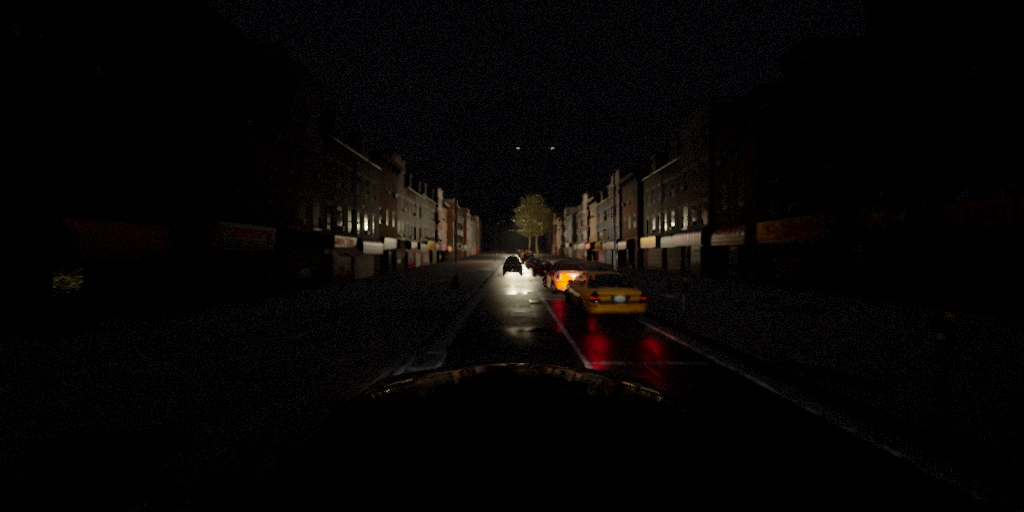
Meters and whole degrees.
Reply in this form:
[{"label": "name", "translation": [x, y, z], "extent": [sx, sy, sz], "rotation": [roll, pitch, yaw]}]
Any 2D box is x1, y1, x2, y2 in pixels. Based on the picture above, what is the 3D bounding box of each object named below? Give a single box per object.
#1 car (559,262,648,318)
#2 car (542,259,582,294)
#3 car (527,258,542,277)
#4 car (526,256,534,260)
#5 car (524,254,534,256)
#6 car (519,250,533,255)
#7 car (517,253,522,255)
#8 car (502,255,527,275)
[{"label": "car", "translation": [3.023, 1.158, 12.610], "extent": [1.801, 1.575, 5.366], "rotation": [0, 0, 0]}, {"label": "car", "translation": [2.985, 1.003, 19.387], "extent": [2.097, 1.767, 4.553], "rotation": [0, 0, 0]}, {"label": "car", "translation": [2.634, 1.074, 31.475], "extent": [1.888, 1.381, 4.507], "rotation": [0, 0, 0]}, {"label": "car", "translation": [2.632, 0.954, 42.597], "extent": [1.802, 1.307, 4.207], "rotation": [0, 0, 0]}, {"label": "car", "translation": [2.632, 0.801, 48.328], "extent": [1.751, 1.417, 4.829], "rotation": [0, 0, 0]}, {"label": "car", "translation": [2.631, 0.360, 59.279], "extent": [2.192, 1.841, 5.009], "rotation": [0, 0, 0]}, {"label": "car", "translation": [0.060, 0.724, 51.108], "extent": [1.837, 1.490, 4.892], "rotation": [0, 1, 0]}, {"label": "car", "translation": [0.056, 0.982, 34.573], "extent": [2.128, 1.511, 4.902], "rotation": [0, 1, 0]}]
